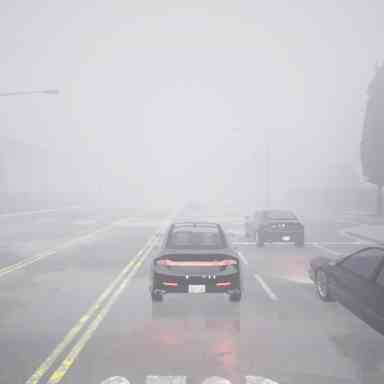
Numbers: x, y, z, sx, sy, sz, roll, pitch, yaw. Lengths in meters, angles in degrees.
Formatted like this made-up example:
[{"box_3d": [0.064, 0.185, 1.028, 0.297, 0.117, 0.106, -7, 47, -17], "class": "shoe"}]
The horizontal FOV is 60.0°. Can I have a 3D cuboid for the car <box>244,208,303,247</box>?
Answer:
[{"box_3d": [3.562, 1.505, 14.989, 1.837, 1.490, 4.892, 0, 0, 0], "class": "car"}]

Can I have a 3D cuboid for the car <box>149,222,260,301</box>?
[{"box_3d": [0.080, 1.492, 8.287, 2.128, 1.511, 4.902, 0, 0, 0], "class": "car"}]

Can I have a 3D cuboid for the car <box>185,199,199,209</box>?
[{"box_3d": [-0.008, 1.601, 44.106, 1.895, 1.301, 4.718, 0, 0, 0], "class": "car"}]

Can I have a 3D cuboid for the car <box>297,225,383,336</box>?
[{"box_3d": [3.587, 1.547, 5.242, 2.033, 1.411, 5.357, 0, 0, 0], "class": "car"}]
